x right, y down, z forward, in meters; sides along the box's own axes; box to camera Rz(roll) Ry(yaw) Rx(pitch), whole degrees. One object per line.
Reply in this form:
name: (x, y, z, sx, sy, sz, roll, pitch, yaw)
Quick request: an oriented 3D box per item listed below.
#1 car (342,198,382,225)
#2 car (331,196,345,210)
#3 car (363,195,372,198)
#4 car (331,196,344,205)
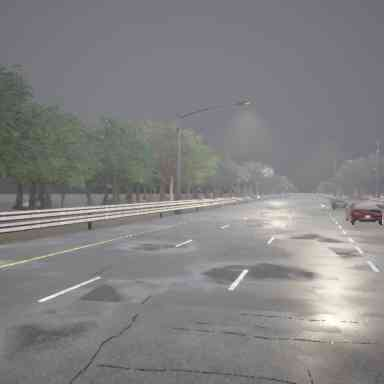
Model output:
car: (12.319, 1.476, 24.017, 1.882, 1.535, 5.008, 0, 0, 20)
car: (19.214, 1.487, 43.285, 2.128, 1.511, 4.902, 0, 0, 20)
car: (44.294, 1.534, 82.814, 4.181, 1.385, 1.994, 0, 0, -42)
car: (25.763, 1.489, 58.820, 1.882, 1.535, 5.008, 0, 0, 27)
